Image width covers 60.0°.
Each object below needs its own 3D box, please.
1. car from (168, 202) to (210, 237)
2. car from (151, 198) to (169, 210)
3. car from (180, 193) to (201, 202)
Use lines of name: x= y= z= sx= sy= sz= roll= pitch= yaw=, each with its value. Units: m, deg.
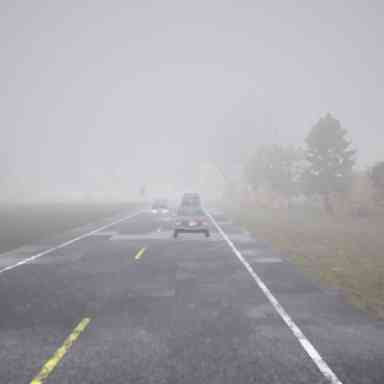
car: x=-0.044 y=1.481 z=17.586 sx=2.033 sy=1.411 sz=5.357 roll=0 pitch=0 yaw=-1
car: x=-3.782 y=1.389 z=40.613 sx=2.033 sy=1.411 sz=5.357 roll=0 pitch=0 yaw=0
car: x=-0.135 y=1.068 z=37.921 sx=2.150 sy=2.045 sz=5.566 roll=0 pitch=0 yaw=0
